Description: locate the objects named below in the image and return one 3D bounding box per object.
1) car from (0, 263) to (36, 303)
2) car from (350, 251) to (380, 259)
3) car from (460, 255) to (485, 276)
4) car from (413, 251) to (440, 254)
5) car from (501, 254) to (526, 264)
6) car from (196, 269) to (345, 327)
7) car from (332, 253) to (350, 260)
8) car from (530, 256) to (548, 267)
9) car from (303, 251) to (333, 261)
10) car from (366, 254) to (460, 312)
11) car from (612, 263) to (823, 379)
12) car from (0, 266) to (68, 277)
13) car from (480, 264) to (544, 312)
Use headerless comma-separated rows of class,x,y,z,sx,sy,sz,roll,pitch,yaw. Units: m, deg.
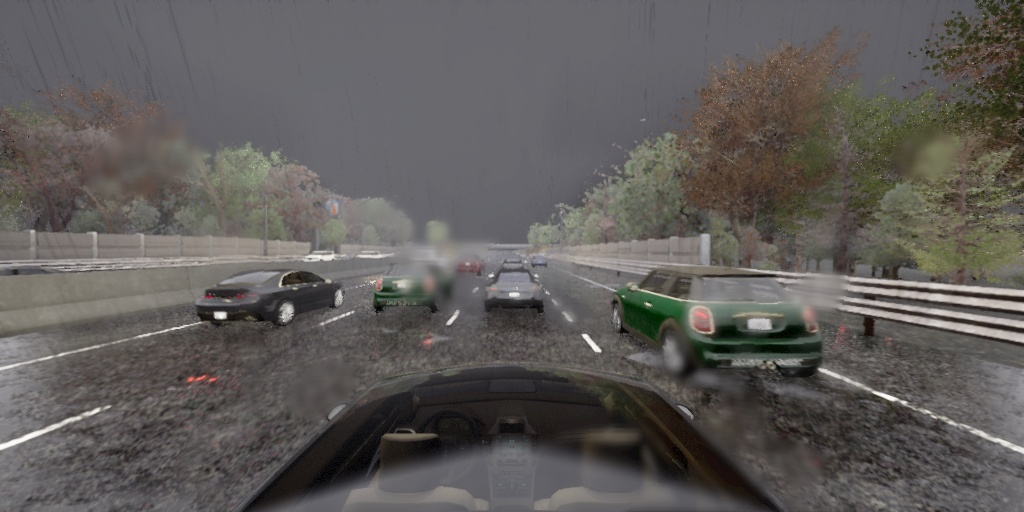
car,-21.115,1.089,12.654,2.128,1.511,4.902,0,1,0
car,-21.133,0.277,52.874,2.150,2.045,5.566,0,1,0
car,-3.439,0.704,30.626,2.097,1.767,4.553,0,1,0
car,-6.941,0.581,30.074,2.150,2.045,5.566,0,1,0
car,0.063,0.841,30.878,2.128,1.511,4.902,0,1,0
car,-6.912,1.125,10.930,1.837,1.490,4.892,0,1,0
car,-24.621,0.529,54.254,2.128,1.511,4.902,0,1,0
car,3.440,0.668,45.986,1.994,1.385,4.181,0,1,0
car,-28.119,0.280,52.584,2.150,2.045,5.566,0,1,0
car,-3.413,0.938,13.398,2.097,1.767,4.553,0,1,0
car,3.570,0.977,7.285,2.097,1.767,4.553,0,1,0
car,-17.613,1.111,11.993,1.837,1.490,4.892,0,1,0
car,0.085,1.152,13.240,1.994,1.385,4.181,0,1,0
